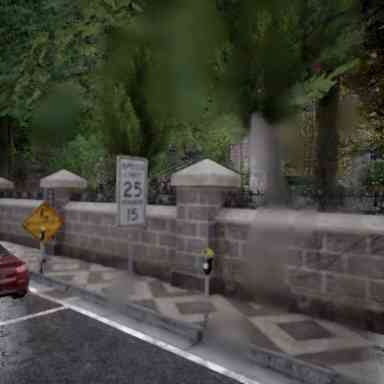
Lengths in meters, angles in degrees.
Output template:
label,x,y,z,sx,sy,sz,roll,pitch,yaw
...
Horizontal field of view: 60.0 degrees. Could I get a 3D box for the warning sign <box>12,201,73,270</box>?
label,x,y,z,sx,sy,sz,roll,pitch,yaw
warning sign,-4.405,1.197,9.831,1.060,1.860,1.300,0,-1,40

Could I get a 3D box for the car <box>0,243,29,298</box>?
label,x,y,z,sx,sy,sz,roll,pitch,yaw
car,-5.154,1.627,7.420,4.206,1.307,1.802,0,-1,40
